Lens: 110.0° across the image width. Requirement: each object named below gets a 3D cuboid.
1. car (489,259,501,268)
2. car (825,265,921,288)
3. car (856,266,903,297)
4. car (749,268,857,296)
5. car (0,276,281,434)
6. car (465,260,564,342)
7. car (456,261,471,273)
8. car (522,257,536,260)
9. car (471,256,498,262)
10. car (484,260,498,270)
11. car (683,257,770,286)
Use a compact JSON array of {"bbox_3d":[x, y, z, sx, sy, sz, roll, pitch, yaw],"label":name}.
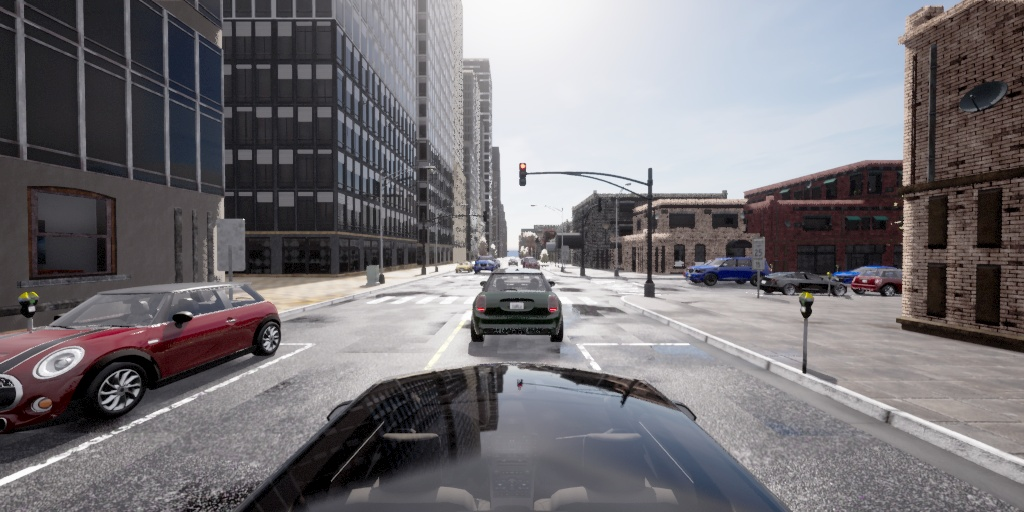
[{"bbox_3d":[-2.955,1.263,61.937,1.812,1.442,4.674,0,0,0],"label":"car"},{"bbox_3d":[26.167,1.460,26.083,5.008,1.535,1.882,1,1,1],"label":"car"},{"bbox_3d":[21.994,1.474,20.364,4.097,1.591,1.967,0,0,1],"label":"car"},{"bbox_3d":[16.447,1.547,20.446,4.313,1.339,1.948,0,0,1],"label":"car"},{"bbox_3d":[-5.684,1.189,5.613,1.967,1.591,4.097,0,0,0],"label":"car"},{"bbox_3d":[0.150,1.100,9.910,2.097,1.767,4.553,0,0,1],"label":"car"},{"bbox_3d":[-5.749,1.265,43.391,1.751,1.417,4.829,0,0,0],"label":"car"},{"bbox_3d":[2.781,1.179,49.134,1.967,1.591,4.097,0,0,0],"label":"car"},{"bbox_3d":[-3.018,0.964,40.995,2.150,2.045,5.566,0,0,1],"label":"car"},{"bbox_3d":[-2.998,1.264,51.662,1.812,1.442,4.674,0,0,0],"label":"car"},{"bbox_3d":[15.777,1.105,26.234,5.566,2.045,2.150,1,1,1],"label":"car"}]
